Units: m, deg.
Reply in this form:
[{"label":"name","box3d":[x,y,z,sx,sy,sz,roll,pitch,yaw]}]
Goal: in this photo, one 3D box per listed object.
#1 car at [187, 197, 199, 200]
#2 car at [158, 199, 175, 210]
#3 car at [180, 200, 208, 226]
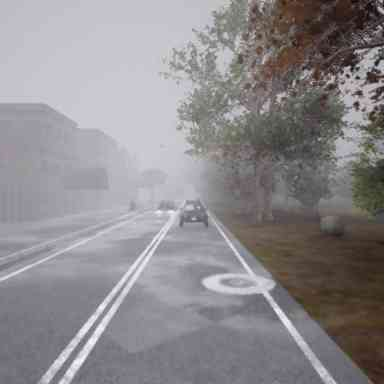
[{"label":"car","box3d":[0.130,1.422,41.881,1.882,1.535,5.008,0,0,0]},{"label":"car","box3d":[-3.225,1.545,42.099,1.895,1.301,4.718,0,0,0]},{"label":"car","box3d":[0.118,1.501,23.110,1.812,1.442,4.674,0,0,0]}]
